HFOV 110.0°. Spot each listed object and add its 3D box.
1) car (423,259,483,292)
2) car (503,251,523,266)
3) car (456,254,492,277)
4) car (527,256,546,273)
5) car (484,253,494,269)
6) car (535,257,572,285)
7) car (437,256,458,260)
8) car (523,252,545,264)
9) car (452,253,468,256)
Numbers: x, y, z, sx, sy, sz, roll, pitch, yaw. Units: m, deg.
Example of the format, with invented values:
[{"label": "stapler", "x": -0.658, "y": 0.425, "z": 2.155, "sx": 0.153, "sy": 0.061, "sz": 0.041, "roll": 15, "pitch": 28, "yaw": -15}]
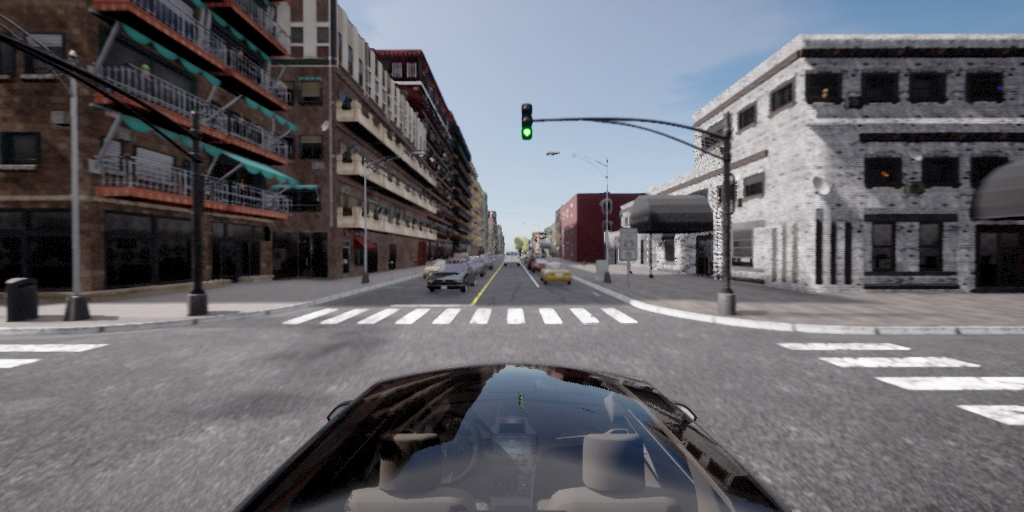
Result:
[{"label": "car", "x": -3.064, "y": 1.067, "z": 19.415, "sx": 2.033, "sy": 1.411, "sz": 5.357, "roll": 0, "pitch": 1, "yaw": 3}, {"label": "car", "x": 0.000, "y": 0.335, "z": 49.117, "sx": 2.150, "sy": 2.045, "sz": 5.566, "roll": 0, "pitch": 1, "yaw": 0}, {"label": "car", "x": -3.079, "y": 0.877, "z": 29.293, "sx": 2.128, "sy": 1.511, "sz": 4.902, "roll": 0, "pitch": 1, "yaw": 0}, {"label": "car", "x": 2.691, "y": 0.889, "z": 33.655, "sx": 1.802, "sy": 1.307, "sz": 4.207, "roll": 0, "pitch": 0, "yaw": 0}, {"label": "car", "x": -3.004, "y": 0.739, "z": 39.643, "sx": 2.128, "sy": 1.511, "sz": 4.902, "roll": 0, "pitch": 1, "yaw": 0}, {"label": "car", "x": 2.691, "y": 0.982, "z": 22.748, "sx": 1.751, "sy": 1.417, "sz": 4.829, "roll": 0, "pitch": 0, "yaw": 0}, {"label": "car", "x": -5.690, "y": 0.936, "z": 27.946, "sx": 1.751, "sy": 1.417, "sz": 4.829, "roll": 0, "pitch": 0, "yaw": 0}, {"label": "car", "x": 2.692, "y": 0.549, "z": 39.194, "sx": 2.192, "sy": 1.841, "sz": 5.009, "roll": 0, "pitch": 0, "yaw": 0}, {"label": "car", "x": -5.689, "y": 0.577, "z": 39.194, "sx": 2.192, "sy": 1.841, "sz": 5.009, "roll": 0, "pitch": 0, "yaw": 0}]
